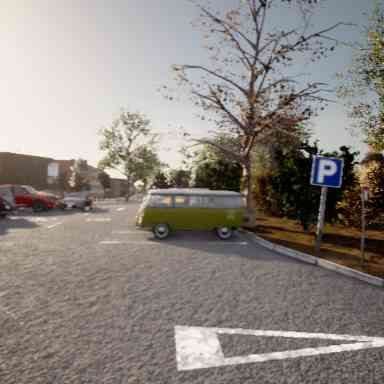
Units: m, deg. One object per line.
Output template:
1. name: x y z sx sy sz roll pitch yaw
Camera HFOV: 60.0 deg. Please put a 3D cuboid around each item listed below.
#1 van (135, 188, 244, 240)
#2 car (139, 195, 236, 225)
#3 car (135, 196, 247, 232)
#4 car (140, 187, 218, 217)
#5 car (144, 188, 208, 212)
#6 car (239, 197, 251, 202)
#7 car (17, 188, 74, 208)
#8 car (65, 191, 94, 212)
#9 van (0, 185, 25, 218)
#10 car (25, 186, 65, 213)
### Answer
1. van: -0.136 0.903 14.086 4.442 1.987 1.878 1 1 -5
2. car: -0.311 1.041 19.550 5.366 1.575 1.946 1 1 -5
3. car: -0.081 1.082 16.899 5.366 1.575 1.946 1 1 -5
4. car: -1.014 0.722 25.224 5.566 2.045 2.435 1 0 -5
5. car: -1.512 0.691 30.664 5.566 2.045 2.435 1 0 -5
6. car: 13.585 1.946 85.284 1.895 1.301 4.718 1 -1 -8
7. car: -13.868 0.583 31.709 4.553 1.767 2.185 1 0 -5
8. car: -9.684 0.810 28.291 2.128 1.511 4.902 1 0 -5
9. van: -12.695 0.579 19.619 4.442 1.987 1.878 1 1 -5
10. car: -13.325 0.487 25.780 5.566 2.045 2.435 1 0 -5
